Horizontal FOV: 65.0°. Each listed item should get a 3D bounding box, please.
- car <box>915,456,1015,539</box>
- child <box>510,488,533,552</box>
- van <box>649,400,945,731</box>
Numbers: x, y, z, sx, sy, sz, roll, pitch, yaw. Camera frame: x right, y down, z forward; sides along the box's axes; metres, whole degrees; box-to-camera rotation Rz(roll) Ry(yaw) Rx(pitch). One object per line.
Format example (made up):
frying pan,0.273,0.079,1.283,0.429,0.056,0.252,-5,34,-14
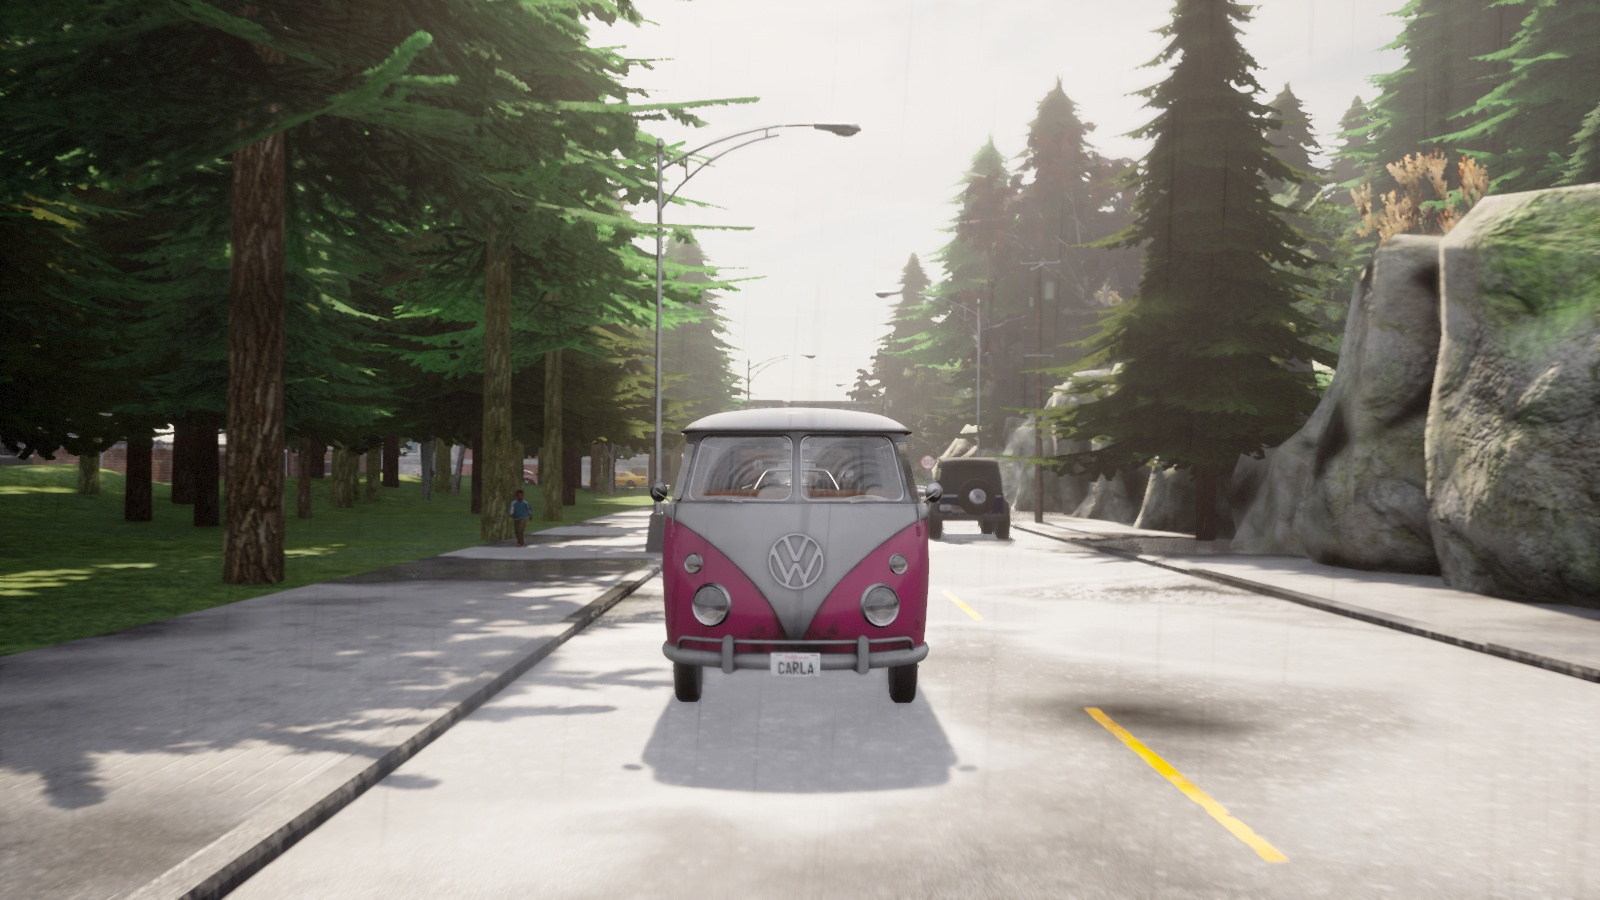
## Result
car,3.927,1.105,30.485,1.905,1.878,3.866,0,-1,0
child,-5.264,1.323,23.752,0.343,1.192,0.448,0,-1,0
van,-0.024,0.731,9.783,1.775,1.987,4.442,0,-1,0
